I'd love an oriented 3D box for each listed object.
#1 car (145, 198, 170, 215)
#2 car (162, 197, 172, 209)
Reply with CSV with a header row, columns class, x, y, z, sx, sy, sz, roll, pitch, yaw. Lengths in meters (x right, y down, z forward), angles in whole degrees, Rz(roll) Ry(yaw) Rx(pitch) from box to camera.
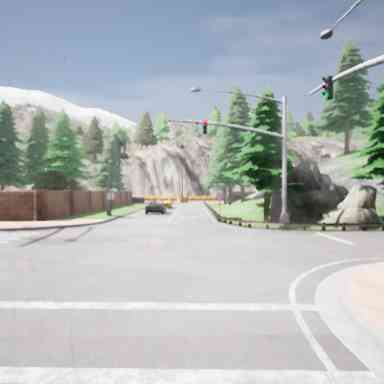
class,x,y,z,sx,sy,sz,roll,pitch,yaw
car,-3.687,1.595,34.375,1.895,1.301,4.718,0,0,0
car,-3.710,1.470,45.100,1.882,1.535,5.008,0,0,0
